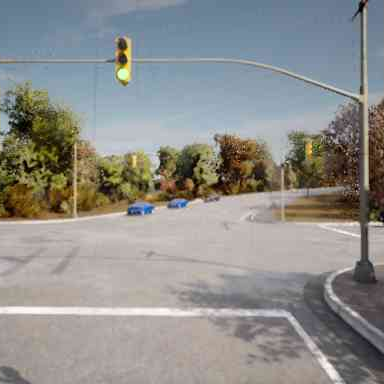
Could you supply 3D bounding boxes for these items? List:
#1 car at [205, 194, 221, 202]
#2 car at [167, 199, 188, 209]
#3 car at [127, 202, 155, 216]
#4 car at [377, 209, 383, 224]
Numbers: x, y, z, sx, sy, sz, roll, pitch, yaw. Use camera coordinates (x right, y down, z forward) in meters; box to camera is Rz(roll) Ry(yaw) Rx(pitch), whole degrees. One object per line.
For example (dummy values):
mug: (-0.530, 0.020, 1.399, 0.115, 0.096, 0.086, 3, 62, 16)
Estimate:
car: (4.162, 1.188, 66.212, 2.128, 1.511, 4.902, 0, 3, 27)
car: (-2.183, 1.783, 51.967, 1.882, 1.535, 5.008, 0, 1, 21)
car: (-6.064, 1.954, 39.732, 1.882, 1.535, 5.008, 0, 0, 15)
car: (16.322, 1.487, 23.752, 5.566, 2.045, 2.150, -2, -1, 2)
